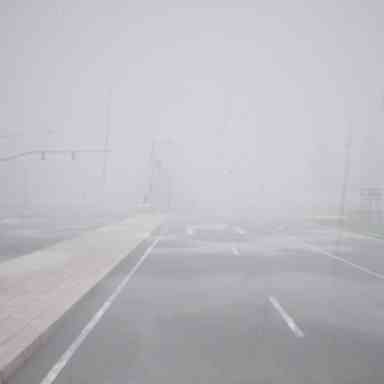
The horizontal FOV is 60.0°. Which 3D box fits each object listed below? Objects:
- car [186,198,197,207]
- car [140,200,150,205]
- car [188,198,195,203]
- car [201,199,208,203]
[{"bbox_3d":[-0.048,2.259,66.439,1.812,1.442,4.674,0,-1,0],"label":"car"},{"bbox_3d":[-11.560,2.501,82.284,1.895,1.301,4.718,0,-1,0],"label":"car"},{"bbox_3d":[-0.067,2.402,91.873,1.994,1.385,4.181,0,-1,0],"label":"car"},{"bbox_3d":[3.433,2.446,91.907,1.895,1.301,4.718,0,-1,0],"label":"car"}]
